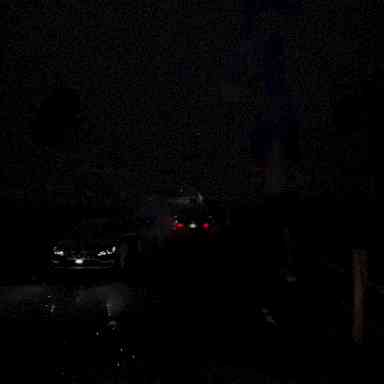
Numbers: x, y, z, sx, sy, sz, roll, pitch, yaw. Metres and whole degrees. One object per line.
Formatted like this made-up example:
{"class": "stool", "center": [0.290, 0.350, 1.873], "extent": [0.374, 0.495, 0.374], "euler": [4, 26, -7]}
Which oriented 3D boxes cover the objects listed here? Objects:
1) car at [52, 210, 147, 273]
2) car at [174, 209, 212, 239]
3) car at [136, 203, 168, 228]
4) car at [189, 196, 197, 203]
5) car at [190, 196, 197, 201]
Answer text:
{"class": "car", "center": [-2.818, 1.516, 10.765], "extent": [1.837, 1.490, 4.892], "euler": [0, -1, 0]}
{"class": "car", "center": [0.054, 1.593, 17.572], "extent": [2.033, 1.411, 5.357], "euler": [0, 0, 0]}
{"class": "car", "center": [-2.731, 1.546, 23.251], "extent": [1.882, 1.535, 5.008], "euler": [0, 0, 0]}
{"class": "car", "center": [0.290, 1.998, 84.801], "extent": [1.882, 1.535, 5.008], "euler": [0, 0, 0]}
{"class": "car", "center": [0.327, 1.825, 95.263], "extent": [1.882, 1.535, 5.008], "euler": [0, 0, 0]}
